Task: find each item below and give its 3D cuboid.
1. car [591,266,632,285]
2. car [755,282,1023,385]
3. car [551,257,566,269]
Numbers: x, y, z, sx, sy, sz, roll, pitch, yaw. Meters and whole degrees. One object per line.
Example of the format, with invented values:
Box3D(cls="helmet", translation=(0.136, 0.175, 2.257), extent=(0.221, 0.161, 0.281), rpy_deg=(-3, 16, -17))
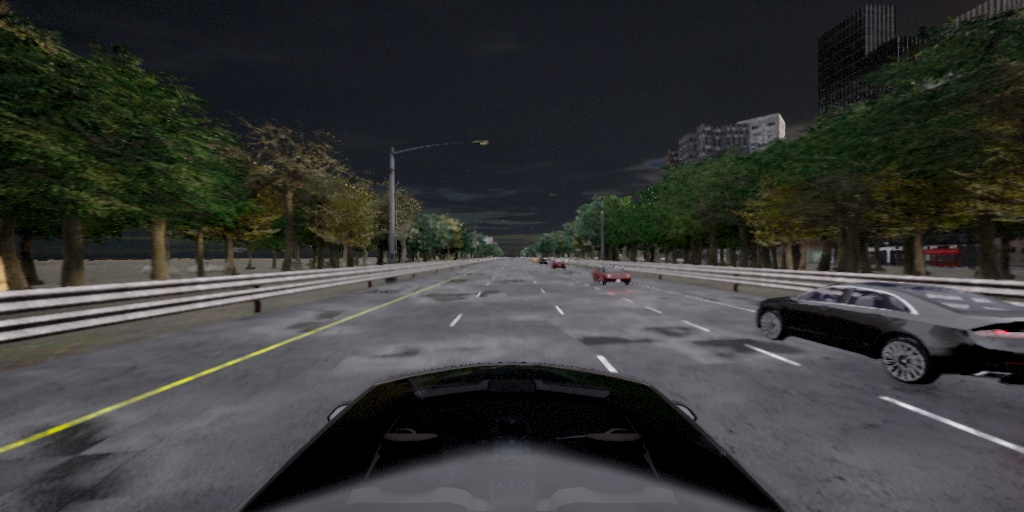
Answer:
Box3D(cls="car", translation=(7.032, 1.367, 25.947), extent=(1.895, 1.301, 4.718), rpy_deg=(0, 0, 0))
Box3D(cls="car", translation=(7.001, 1.244, 6.996), extent=(2.128, 1.511, 4.902), rpy_deg=(0, 0, 0))
Box3D(cls="car", translation=(7.149, 1.267, 55.900), extent=(1.882, 1.535, 5.008), rpy_deg=(0, 0, 0))
